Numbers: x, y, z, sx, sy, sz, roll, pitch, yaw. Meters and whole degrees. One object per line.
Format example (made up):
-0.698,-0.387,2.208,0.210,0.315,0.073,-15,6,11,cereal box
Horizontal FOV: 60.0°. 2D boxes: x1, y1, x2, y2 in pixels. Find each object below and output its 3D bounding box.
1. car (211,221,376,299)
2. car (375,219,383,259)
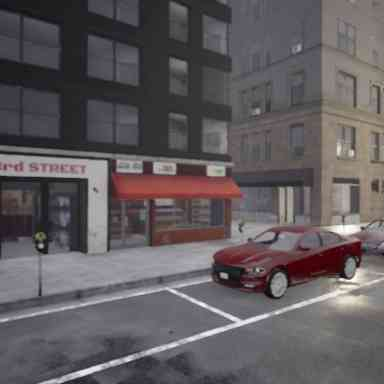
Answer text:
2.520,1.554,8.444,4.507,1.381,1.887,0,0,-36,car
7.039,1.594,11.668,4.206,1.307,1.802,0,0,-36,car
